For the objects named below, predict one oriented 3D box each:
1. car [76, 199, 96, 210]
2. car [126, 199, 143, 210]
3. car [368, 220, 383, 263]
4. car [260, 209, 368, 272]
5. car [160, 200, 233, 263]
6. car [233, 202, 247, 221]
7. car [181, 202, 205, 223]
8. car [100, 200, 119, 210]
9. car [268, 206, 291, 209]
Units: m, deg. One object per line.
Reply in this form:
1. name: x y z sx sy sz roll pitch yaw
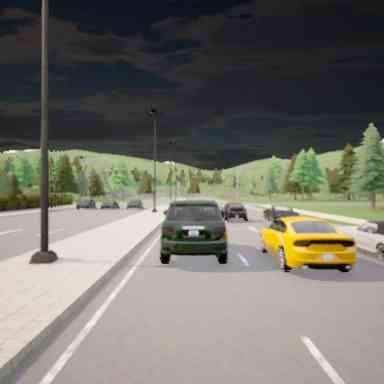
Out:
1. car: -15.145 1.777 47.745 1.837 1.490 4.892 0 -1 0
2. car: -8.145 1.777 47.802 1.837 1.490 4.892 0 -1 0
3. car: 7.067 1.670 12.106 1.895 1.301 4.718 0 0 0
4. car: 3.558 1.541 11.094 1.882 1.535 5.008 0 0 1
5. car: 0.070 1.294 12.404 2.150 2.045 5.566 0 0 0
6. car: 3.580 1.669 28.646 1.837 1.490 4.892 0 0 0
7. car: 0.080 1.669 28.653 1.837 1.490 4.892 0 0 0
8. car: -11.645 1.832 47.302 1.994 1.385 4.181 0 0 0
9. car: 7.072 1.755 27.106 1.895 1.301 4.718 0 0 0
